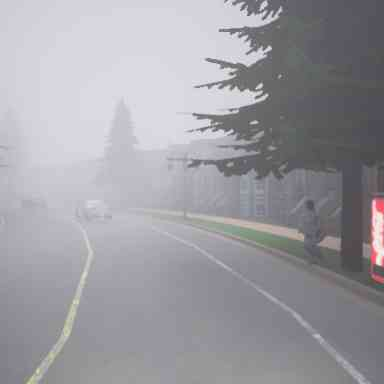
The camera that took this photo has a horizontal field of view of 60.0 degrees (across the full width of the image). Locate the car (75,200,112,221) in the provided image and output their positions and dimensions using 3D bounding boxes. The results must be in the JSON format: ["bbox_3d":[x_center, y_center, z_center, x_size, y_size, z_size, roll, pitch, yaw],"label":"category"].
[{"bbox_3d":[-7.446,1.322,25.044,1.812,1.442,4.674,0,0,-31],"label":"car"}]

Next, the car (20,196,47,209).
[{"bbox_3d":[-18.813,1.172,39.385,2.128,1.511,4.902,0,0,-42],"label":"car"}]

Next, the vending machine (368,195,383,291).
[{"bbox_3d":[4.747,1.133,7.474,1.100,2.100,0.880,0,0,-9],"label":"vending machine"}]

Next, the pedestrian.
[{"bbox_3d":[3.307,1.067,9.044,0.375,1.860,0.375,0,0,-10],"label":"pedestrian"}]
